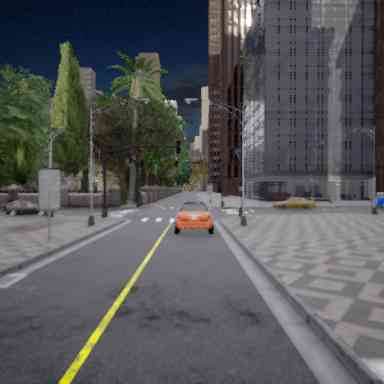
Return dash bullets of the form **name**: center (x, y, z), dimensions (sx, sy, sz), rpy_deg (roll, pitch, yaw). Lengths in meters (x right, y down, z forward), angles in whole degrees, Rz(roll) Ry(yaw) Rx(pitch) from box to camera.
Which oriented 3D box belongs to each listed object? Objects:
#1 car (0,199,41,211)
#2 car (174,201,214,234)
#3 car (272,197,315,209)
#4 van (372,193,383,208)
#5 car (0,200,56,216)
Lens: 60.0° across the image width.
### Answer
- **car**: center (-20.404, 1.564, 39.442), dimensions (4.206, 1.307, 1.802), rpy_deg (0, 1, 0)
- **car**: center (0.103, 1.323, 19.288), dimensions (2.097, 1.767, 4.553), rpy_deg (0, 0, 0)
- **car**: center (11.942, 1.267, 39.237), dimensions (4.829, 1.417, 1.752), rpy_deg (-1, 1, 0)
- **van**: center (23.350, 0.961, 39.162), dimensions (3.998, 1.788, 1.690), rpy_deg (-1, 1, 0)
- **car**: center (-14.922, 1.573, 30.881), dimensions (4.403, 1.369, 2.008), rpy_deg (0, 1, 0)
